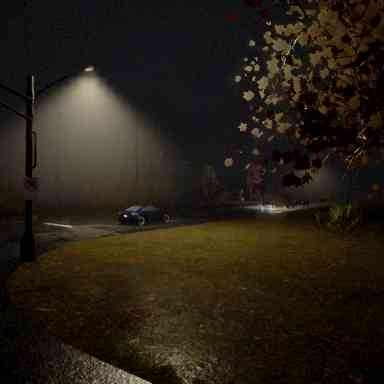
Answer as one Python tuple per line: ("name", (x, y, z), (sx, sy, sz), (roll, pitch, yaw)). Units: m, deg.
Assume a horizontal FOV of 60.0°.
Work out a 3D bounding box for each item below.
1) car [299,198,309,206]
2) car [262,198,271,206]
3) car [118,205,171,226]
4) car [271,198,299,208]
("car", (19.406, 1.765, 58.815), (1.895, 1.301, 4.718), (1, 0, 31))
("car", (13.312, 1.694, 55.685), (1.895, 1.301, 4.718), (1, 0, 32))
("car", (-3.413, 1.630, 24.553), (1.994, 1.385, 4.181), (1, 0, 35))
("car", (14.147, 1.611, 50.424), (1.882, 1.535, 5.008), (1, 0, 33))
